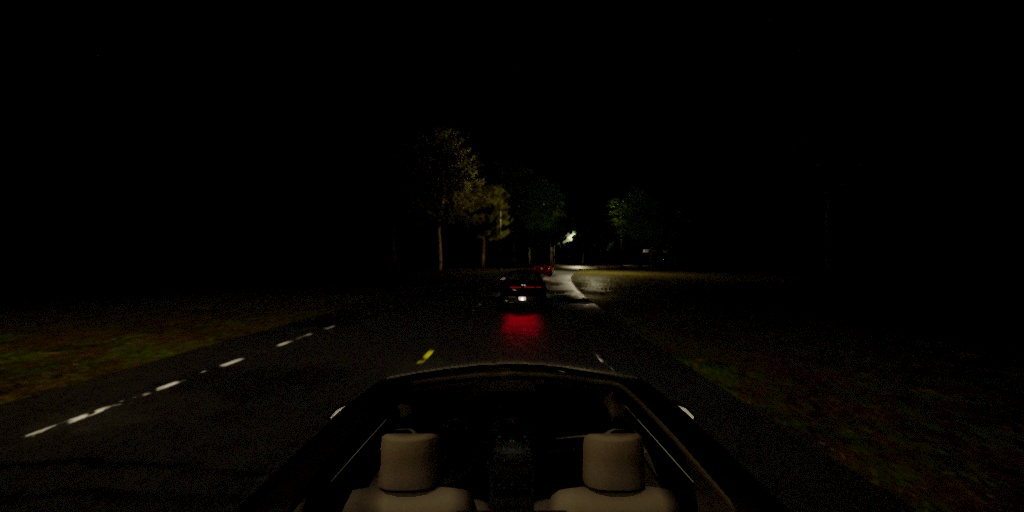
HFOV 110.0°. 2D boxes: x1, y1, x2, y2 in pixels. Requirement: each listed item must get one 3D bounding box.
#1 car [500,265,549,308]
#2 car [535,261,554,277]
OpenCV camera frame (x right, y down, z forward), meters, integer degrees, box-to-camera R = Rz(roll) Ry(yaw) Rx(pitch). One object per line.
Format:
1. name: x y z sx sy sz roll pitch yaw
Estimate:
1. car: 0.555 1.352 15.892 1.837 1.490 4.892 0 0 4
2. car: 3.634 1.398 41.334 2.097 1.767 4.553 1 0 10
